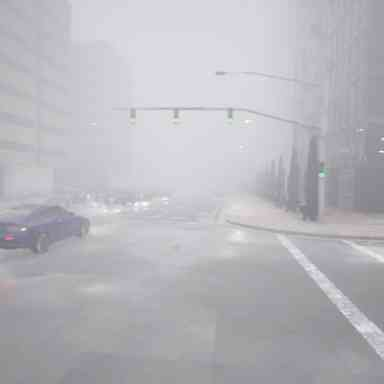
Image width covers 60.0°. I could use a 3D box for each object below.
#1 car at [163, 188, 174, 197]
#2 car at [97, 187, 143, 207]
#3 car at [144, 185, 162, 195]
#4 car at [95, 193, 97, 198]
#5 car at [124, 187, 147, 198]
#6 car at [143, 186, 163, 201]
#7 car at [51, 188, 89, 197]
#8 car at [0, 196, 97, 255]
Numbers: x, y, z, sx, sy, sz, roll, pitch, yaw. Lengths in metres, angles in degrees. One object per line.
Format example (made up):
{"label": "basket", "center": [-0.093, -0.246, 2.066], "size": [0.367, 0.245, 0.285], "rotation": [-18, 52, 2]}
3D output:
{"label": "car", "center": [-4.000, 0.053, 50.028], "size": [1.895, 1.301, 4.718], "rotation": [2, 2, 7]}
{"label": "car", "center": [-6.484, 0.470, 30.591], "size": [2.128, 1.511, 4.902], "rotation": [2, 2, 7]}
{"label": "car", "center": [-6.618, -0.348, 57.316], "size": [1.882, 1.535, 5.008], "rotation": [2, 2, 7]}
{"label": "car", "center": [-9.198, 0.213, 37.102], "size": [2.128, 1.511, 4.902], "rotation": [2, 2, 7]}
{"label": "car", "center": [-7.926, 0.018, 47.017], "size": [1.994, 1.385, 4.181], "rotation": [2, 2, 8]}
{"label": "car", "center": [-5.328, 0.219, 39.823], "size": [2.128, 1.511, 4.902], "rotation": [2, 2, 7]}
{"label": "car", "center": [-10.337, 0.475, 27.949], "size": [1.837, 1.490, 4.892], "rotation": [2, 2, 7]}
{"label": "car", "center": [-5.148, 1.076, 11.237], "size": [1.812, 1.442, 4.674], "rotation": [1, 2, 7]}
